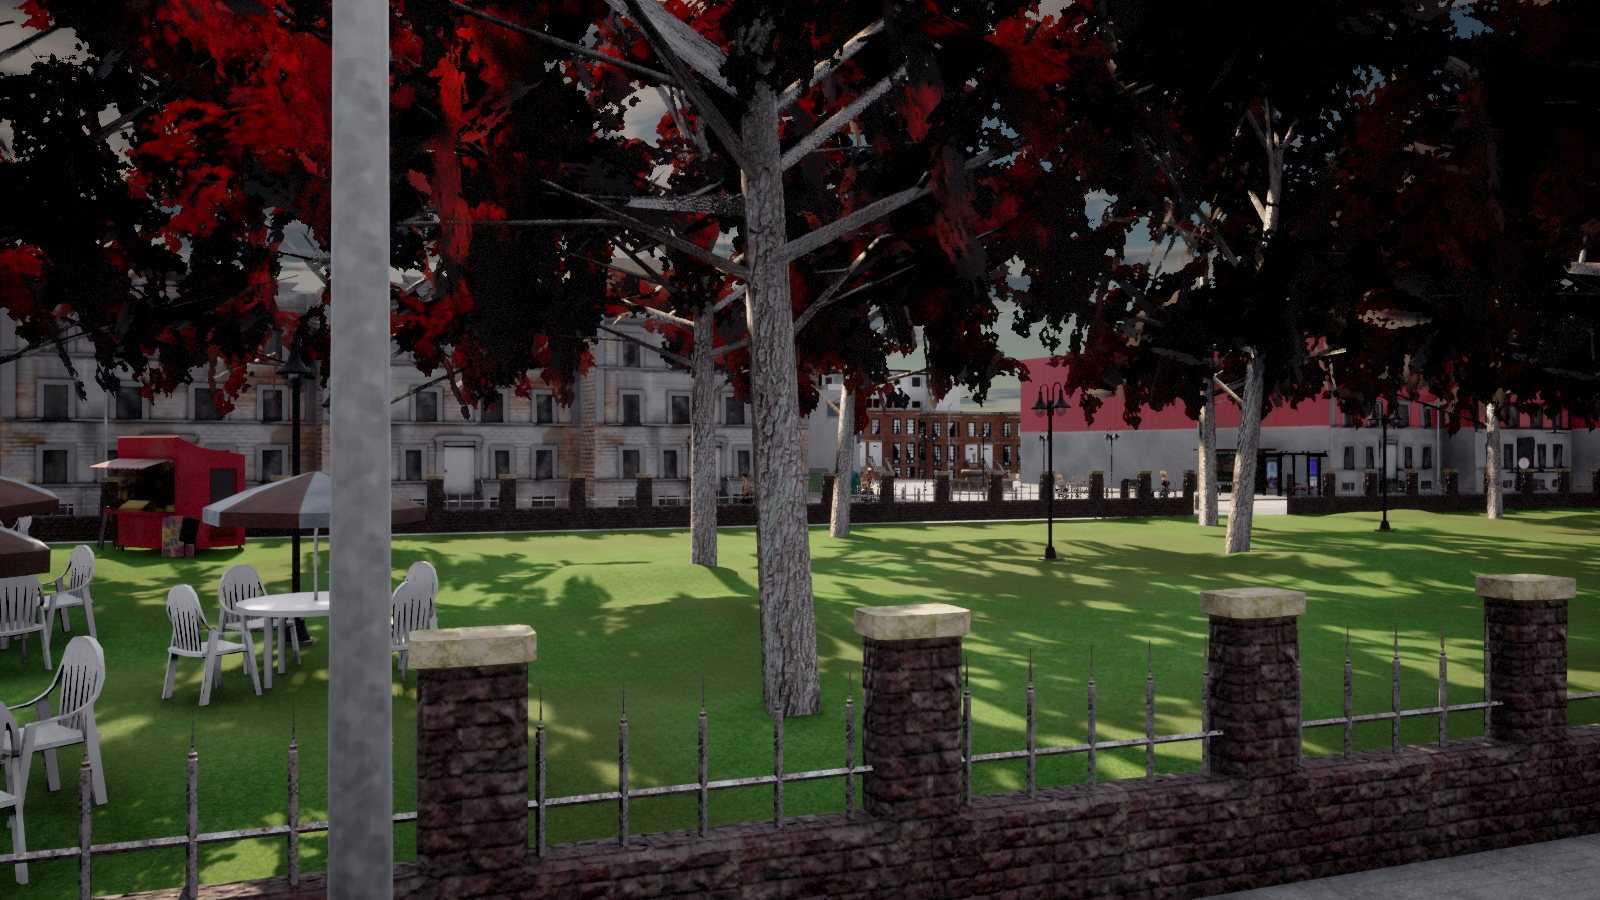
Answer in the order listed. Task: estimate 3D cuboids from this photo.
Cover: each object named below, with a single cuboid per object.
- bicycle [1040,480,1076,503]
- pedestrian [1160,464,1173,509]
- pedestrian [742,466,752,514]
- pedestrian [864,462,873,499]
[{"bbox_3d":[12.799,2.049,56.699,1.487,1.080,0.859,0,0,-20],"label":"bicycle"},{"bbox_3d":[15.506,1.538,48.296,0.375,1.860,0.375,0,0,-19],"label":"pedestrian"},{"bbox_3d":[-2.041,1.528,43.782,0.375,1.860,0.375,0,0,0],"label":"pedestrian"},{"bbox_3d":[3.437,1.534,57.391,0.375,1.860,0.375,0,0,-5],"label":"pedestrian"}]
